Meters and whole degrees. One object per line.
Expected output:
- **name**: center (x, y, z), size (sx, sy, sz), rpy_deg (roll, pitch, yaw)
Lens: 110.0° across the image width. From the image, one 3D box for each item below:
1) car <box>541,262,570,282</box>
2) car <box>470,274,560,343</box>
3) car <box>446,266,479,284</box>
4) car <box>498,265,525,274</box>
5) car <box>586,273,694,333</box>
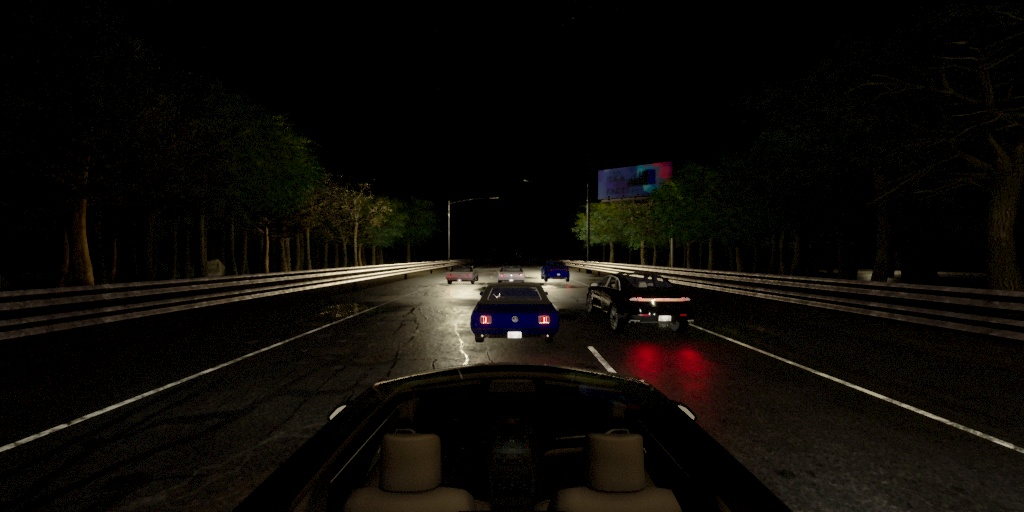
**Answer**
- **car**: center (3.438, 1.228, 29.095), size (1.882, 1.535, 5.008), rpy_deg (0, 0, -1)
- **car**: center (0.053, 1.351, 9.664), size (1.895, 1.301, 4.718), rpy_deg (0, 0, 0)
- **car**: center (-3.548, 1.351, 26.434), size (1.895, 1.301, 4.718), rpy_deg (0, 0, 0)
- **car**: center (-0.047, 1.351, 26.504), size (1.895, 1.301, 4.718), rpy_deg (0, 0, 0)
- **car**: center (3.548, 1.242, 10.787), size (2.128, 1.511, 4.902), rpy_deg (0, 0, 0)
